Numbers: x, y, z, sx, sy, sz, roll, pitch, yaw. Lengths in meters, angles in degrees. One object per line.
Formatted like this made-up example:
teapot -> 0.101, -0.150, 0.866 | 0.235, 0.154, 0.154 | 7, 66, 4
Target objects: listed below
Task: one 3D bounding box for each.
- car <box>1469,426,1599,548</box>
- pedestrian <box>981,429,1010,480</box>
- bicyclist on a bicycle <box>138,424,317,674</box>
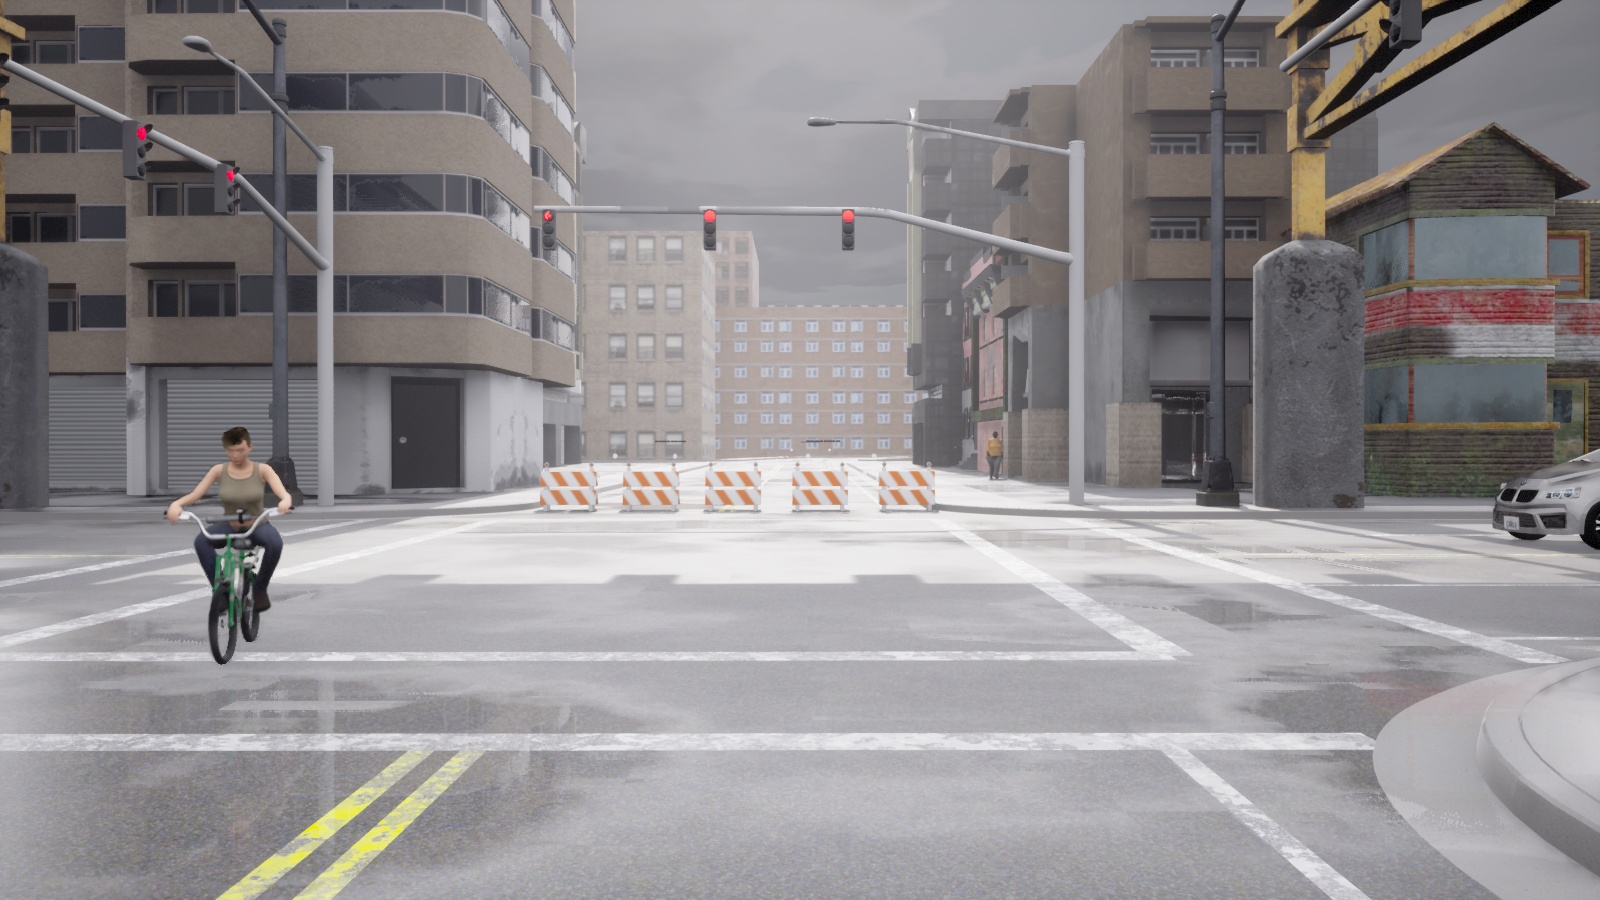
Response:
car -> 12.614, 0.498, 18.226 | 4.611, 1.667, 2.242 | 0, 0, 0
pedestrian -> 7.126, 0.159, 45.768 | 0.874, 1.855, 0.900 | 0, 0, -4
bicyclist on a bicycle -> -4.009, 0.630, 8.922 | 0.866, 1.612, 1.509 | 0, 1, -13
